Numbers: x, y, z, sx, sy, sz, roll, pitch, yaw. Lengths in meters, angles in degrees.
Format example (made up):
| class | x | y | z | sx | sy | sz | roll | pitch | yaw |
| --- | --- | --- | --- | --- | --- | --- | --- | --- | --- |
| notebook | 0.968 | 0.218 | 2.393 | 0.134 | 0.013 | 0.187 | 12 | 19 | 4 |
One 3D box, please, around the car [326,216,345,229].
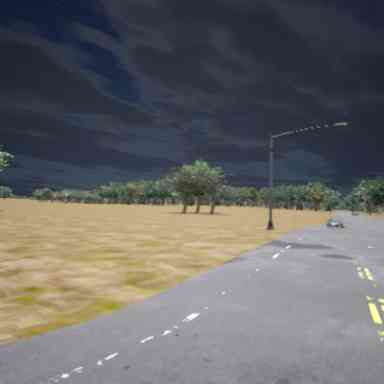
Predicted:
| class | x | y | z | sx | sy | sz | roll | pitch | yaw |
| --- | --- | --- | --- | --- | --- | --- | --- | --- | --- |
| car | 17.922 | 3.766 | 41.462 | 2.128 | 1.511 | 4.902 | 0 | -3 | 28 |
